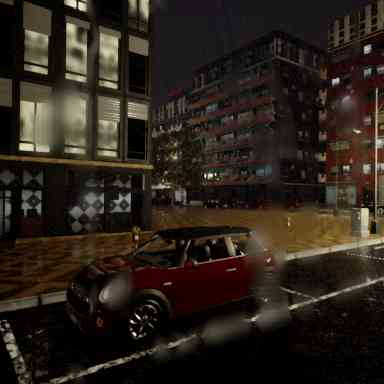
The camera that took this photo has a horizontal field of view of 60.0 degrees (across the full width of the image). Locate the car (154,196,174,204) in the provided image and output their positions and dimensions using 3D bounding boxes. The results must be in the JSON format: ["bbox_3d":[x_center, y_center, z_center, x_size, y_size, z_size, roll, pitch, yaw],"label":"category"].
[{"bbox_3d":[-6.253,1.724,73.779,2.192,1.841,5.009,1,-1,-35],"label":"car"}]

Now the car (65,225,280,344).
[{"bbox_3d":[-0.237,1.441,6.372,4.097,1.590,1.967,0,1,-35],"label":"car"}]

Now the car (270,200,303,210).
[{"bbox_3d":[13.362,1.806,45.976,1.802,1.307,4.206,1,-1,-35],"label":"car"}]

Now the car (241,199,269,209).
[{"bbox_3d":[10.093,1.800,50.610,1.887,1.381,4.507,1,-1,-35],"label":"car"}]

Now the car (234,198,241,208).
[{"bbox_3d":[6.824,1.725,55.244,1.967,1.590,4.097,1,-1,-35],"label":"car"}]

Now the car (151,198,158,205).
[{"bbox_3d":[-6.565,1.763,59.683,1.887,1.381,4.507,1,-1,-35],"label":"car"}]

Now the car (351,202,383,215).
[{"bbox_3d":[19.901,1.730,36.710,1.947,1.339,4.313,1,-1,-35],"label":"car"}]

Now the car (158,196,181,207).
[{"bbox_3d":[-3.296,1.733,55.050,1.887,1.381,4.507,1,-1,-35],"label":"car"}]

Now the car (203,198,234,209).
[{"bbox_3d":[3.243,1.677,45.783,2.008,1.369,4.403,1,-1,-35],"label":"car"}]
